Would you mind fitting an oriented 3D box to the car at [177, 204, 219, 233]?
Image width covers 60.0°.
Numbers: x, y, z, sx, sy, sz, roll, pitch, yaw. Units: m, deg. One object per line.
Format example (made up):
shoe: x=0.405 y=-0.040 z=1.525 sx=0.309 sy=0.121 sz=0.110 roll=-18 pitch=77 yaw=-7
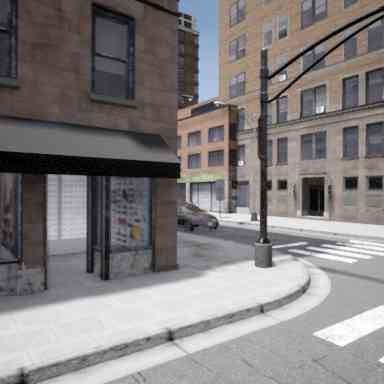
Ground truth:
car: x=-0.391 y=1.429 z=19.390 sx=1.812 sy=1.442 sz=4.674 roll=0 pitch=0 yaw=-35
